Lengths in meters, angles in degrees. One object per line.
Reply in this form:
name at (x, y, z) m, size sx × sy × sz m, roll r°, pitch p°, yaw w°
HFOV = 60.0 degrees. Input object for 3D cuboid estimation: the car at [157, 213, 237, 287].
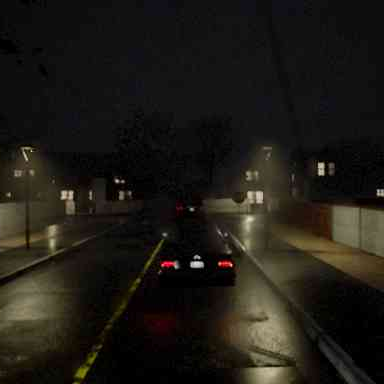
car at (0.102, 1.559, 9.424) m, size 2.033 × 1.411 × 5.357 m, roll 0°, pitch 0°, yaw 0°

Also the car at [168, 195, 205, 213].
car at (-0.464, 1.256, 25.092) m, size 2.150 × 2.045 × 5.566 m, roll 0°, pitch 0°, yaw -9°
